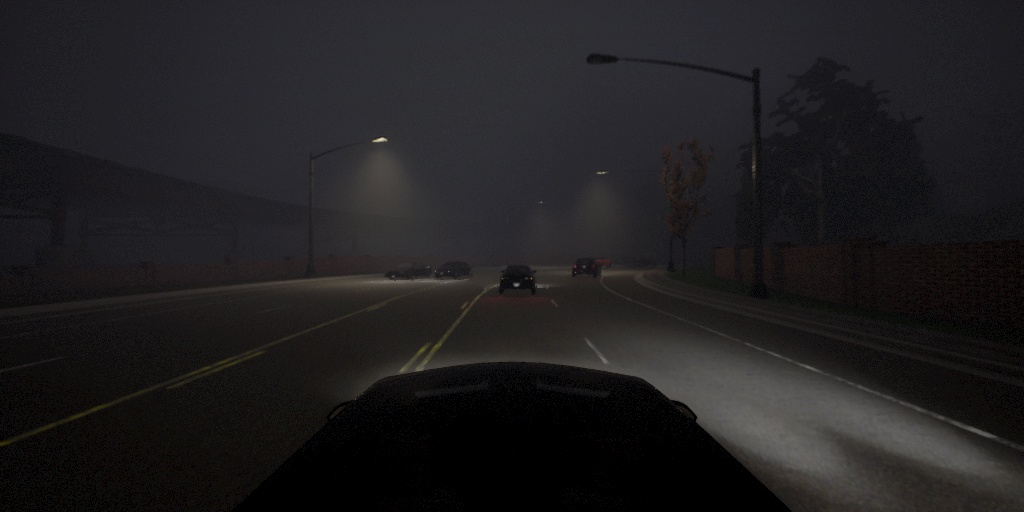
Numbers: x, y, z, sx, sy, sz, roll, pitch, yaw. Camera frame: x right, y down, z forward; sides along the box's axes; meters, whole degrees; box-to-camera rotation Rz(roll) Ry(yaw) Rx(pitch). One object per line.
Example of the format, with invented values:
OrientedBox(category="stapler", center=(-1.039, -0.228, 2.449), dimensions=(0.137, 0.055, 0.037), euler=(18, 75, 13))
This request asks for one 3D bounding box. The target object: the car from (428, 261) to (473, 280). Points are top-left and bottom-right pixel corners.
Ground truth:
OrientedBox(category="car", center=(-4.936, 1.171, 30.738), dimensions=(1.837, 1.490, 4.892), euler=(-1, -1, 16))

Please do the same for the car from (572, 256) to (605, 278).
OrientedBox(category="car", center=(6.808, 0.932, 32.232), dimensions=(2.097, 1.767, 4.553), euler=(0, 0, 20))

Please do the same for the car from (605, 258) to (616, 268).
OrientedBox(category="car", center=(11.848, 0.823, 48.743), dimensions=(2.097, 1.767, 4.553), euler=(0, 0, 40))

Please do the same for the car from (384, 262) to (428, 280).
OrientedBox(category="car", center=(-8.663, 1.230, 30.668), dimensions=(2.033, 1.411, 5.357), euler=(0, 0, 14))

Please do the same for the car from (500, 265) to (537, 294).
OrientedBox(category="car", center=(0.386, 1.211, 19.759), dimensions=(1.812, 1.442, 4.674), euler=(0, 0, 4))

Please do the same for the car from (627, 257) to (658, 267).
OrientedBox(category="car", center=(19.115, 0.847, 51.369), dimensions=(4.902, 1.511, 2.128), euler=(-1, -1, -42))
